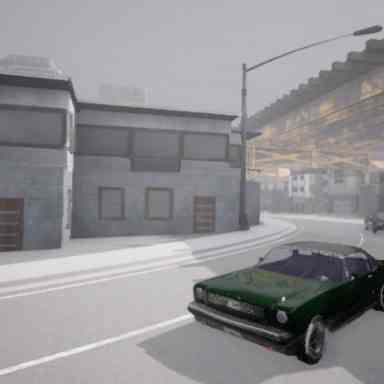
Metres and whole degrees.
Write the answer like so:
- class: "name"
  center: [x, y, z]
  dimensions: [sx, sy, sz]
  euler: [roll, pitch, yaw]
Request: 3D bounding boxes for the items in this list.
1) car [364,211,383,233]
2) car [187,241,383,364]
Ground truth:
- class: "car"
  center: [13.347, 2.059, 23.209]
  dimensions: [2.033, 1.411, 5.357]
  euler: [0, -2, 19]
- class: "car"
  center: [2.155, 1.663, 6.155]
  dimensions: [4.718, 1.301, 1.895]
  euler: [1, -1, -44]
